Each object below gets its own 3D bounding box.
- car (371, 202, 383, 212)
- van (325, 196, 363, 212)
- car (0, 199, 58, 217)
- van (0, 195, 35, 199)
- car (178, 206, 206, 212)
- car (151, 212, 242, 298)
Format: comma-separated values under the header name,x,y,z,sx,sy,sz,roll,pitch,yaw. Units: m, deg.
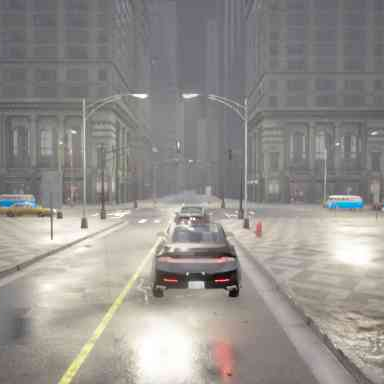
name,x,y,z,sx,sy,sz,roll,pitch,yaw
car,23.222,1.572,38.688,4.507,1.381,1.887,0,1,0
van,17.697,1.348,38.657,3.998,1.788,1.690,0,1,0
car,-14.675,1.566,29.945,4.829,1.417,1.752,0,1,0
van,-20.287,1.224,38.443,3.998,1.788,1.690,0,1,0
car,0.050,1.507,17.996,1.837,1.490,4.892,0,0,3
car,0.085,1.490,8.520,2.128,1.511,4.902,0,0,0
